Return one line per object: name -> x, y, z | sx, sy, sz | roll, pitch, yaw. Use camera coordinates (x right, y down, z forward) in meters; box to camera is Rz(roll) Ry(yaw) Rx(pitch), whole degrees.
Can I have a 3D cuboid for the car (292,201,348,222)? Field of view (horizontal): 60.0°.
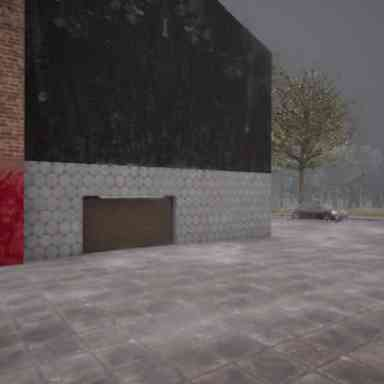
car -> 11.058, 1.699, 28.814 | 2.097, 1.767, 4.553 | 0, -1, -35
